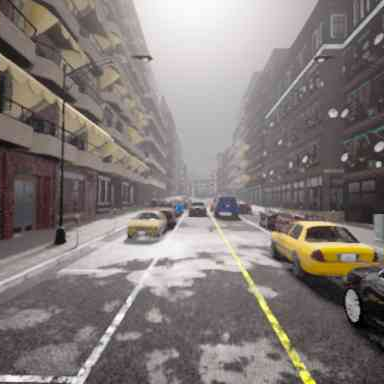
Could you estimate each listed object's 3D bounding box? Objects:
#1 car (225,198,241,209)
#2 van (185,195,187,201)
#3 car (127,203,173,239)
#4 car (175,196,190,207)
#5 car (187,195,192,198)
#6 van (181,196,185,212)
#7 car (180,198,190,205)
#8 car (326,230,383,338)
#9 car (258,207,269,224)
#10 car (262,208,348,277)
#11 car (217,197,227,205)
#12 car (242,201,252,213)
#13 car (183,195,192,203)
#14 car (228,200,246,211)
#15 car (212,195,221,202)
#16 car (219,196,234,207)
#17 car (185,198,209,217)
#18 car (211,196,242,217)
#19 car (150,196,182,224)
[{"bbox_3d":[6.235,1.741,50.811,1.967,1.590,4.097,2,0,1],"label":"car"},{"bbox_3d":[-1.848,1.496,39.957,1.690,1.788,3.998,2,0,1],"label":"van"},{"bbox_3d":[-2.259,1.571,17.668,1.752,1.417,4.829,2,0,1],"label":"car"},{"bbox_3d":[-1.545,1.570,56.544,2.192,1.841,5.009,2,0,1],"label":"car"},{"bbox_3d":[-1.646,1.536,51.016,2.192,1.841,5.009,2,0,1],"label":"car"},{"bbox_3d":[-1.947,1.466,34.426,1.690,1.788,3.998,2,0,1],"label":"van"},{"bbox_3d":[-1.353,1.893,67.604,1.947,1.339,4.313,2,0,1],"label":"car"},{"bbox_3d":[3.617,1.558,4.213,1.837,1.490,4.892,1,0,1],"label":"car"},{"bbox_3d":[5.721,1.702,23.162,2.008,1.369,4.403,2,0,1],"label":"car"},{"bbox_3d":[3.731,1.533,10.405,1.801,1.575,5.366,1,0,1],"label":"car"},{"bbox_3d":[6.594,1.887,72.932,1.967,1.590,4.097,2,0,1],"label":"car"},{"bbox_3d":[6.023,1.780,39.751,1.887,1.381,4.507,2,0,1],"label":"car"},{"bbox_3d":[-1.044,1.767,84.192,2.192,1.841,5.009,2,0,1],"label":"car"},{"bbox_3d":[6.123,1.812,45.280,1.887,1.381,4.507,2,0,1],"label":"car"},{"bbox_3d":[6.999,1.939,95.055,2.192,1.841,5.009,2,0,1],"label":"car"},{"bbox_3d":[6.398,1.685,61.872,2.192,1.841,5.009,2,0,1],"label":"car"},{"bbox_3d":[0.579,1.652,33.772,1.837,1.490,4.892,1,0,1],"label":"car"},{"bbox_3d":[3.346,1.394,33.184,2.150,2.045,5.566,1,0,1],"label":"car"},{"bbox_3d":[-2.147,1.386,23.369,2.192,1.841,5.009,2,0,1],"label":"car"}]
